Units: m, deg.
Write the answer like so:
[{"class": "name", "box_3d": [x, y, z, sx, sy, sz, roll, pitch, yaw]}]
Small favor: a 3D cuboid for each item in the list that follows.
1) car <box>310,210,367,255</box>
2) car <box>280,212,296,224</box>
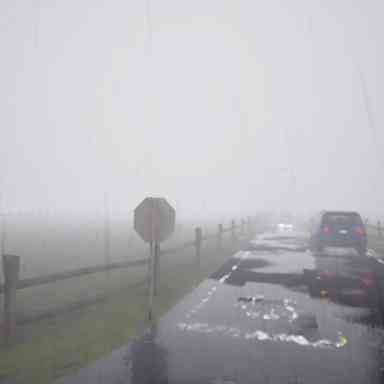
[{"class": "car", "box_3d": [7.514, 1.985, 17.394, 2.150, 2.045, 5.566, 0, -2, 17]}, {"class": "car", "box_3d": [12.682, 3.374, 44.296, 2.128, 1.511, 4.902, 0, -2, 17]}]
